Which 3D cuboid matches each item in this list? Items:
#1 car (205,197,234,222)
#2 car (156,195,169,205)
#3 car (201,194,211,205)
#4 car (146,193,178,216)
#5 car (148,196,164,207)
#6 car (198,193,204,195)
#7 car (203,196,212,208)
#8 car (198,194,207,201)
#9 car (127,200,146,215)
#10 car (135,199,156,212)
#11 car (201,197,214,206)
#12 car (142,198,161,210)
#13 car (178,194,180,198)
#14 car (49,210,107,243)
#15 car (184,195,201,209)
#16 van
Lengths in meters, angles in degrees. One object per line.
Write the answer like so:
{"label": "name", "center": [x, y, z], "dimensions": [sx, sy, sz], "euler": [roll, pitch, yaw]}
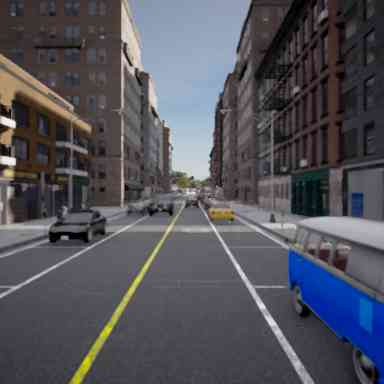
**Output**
{"label": "car", "center": [2.218, 1.465, 26.334], "dimensions": [1.801, 1.575, 5.366], "euler": [0, 0, 0]}
{"label": "car", "center": [-5.406, 1.454, 61.730], "dimensions": [1.967, 1.590, 4.097], "euler": [0, 0, 0]}
{"label": "car", "center": [2.624, 1.452, 44.686], "dimensions": [1.967, 1.590, 4.097], "euler": [0, 0, 0]}
{"label": "car", "center": [-2.857, 1.233, 32.580], "dimensions": [2.150, 2.045, 5.566], "euler": [0, 0, 0]}
{"label": "car", "center": [-5.402, 1.453, 50.365], "dimensions": [1.967, 1.590, 4.097], "euler": [0, 0, 0]}
{"label": "car", "center": [2.619, 1.330, 61.733], "dimensions": [2.192, 1.841, 5.009], "euler": [0, 0, 0]}
{"label": "car", "center": [2.626, 1.556, 39.004], "dimensions": [1.887, 1.381, 4.507], "euler": [0, 0, 0]}
{"label": "car", "center": [2.674, 1.332, 88.789], "dimensions": [2.192, 1.841, 5.009], "euler": [0, 0, 0]}
{"label": "car", "center": [-5.397, 1.560, 33.318], "dimensions": [2.008, 1.369, 4.403], "euler": [0, 0, 0]}
{"label": "car", "center": [-5.399, 1.555, 39.001], "dimensions": [1.887, 1.381, 4.507], "euler": [0, 0, 0]}
{"label": "car", "center": [2.621, 1.565, 56.051], "dimensions": [2.008, 1.369, 4.403], "euler": [0, 0, 0]}
{"label": "car", "center": [-5.401, 1.578, 44.683], "dimensions": [1.947, 1.339, 4.313], "euler": [0, 0, 0]}
{"label": "car", "center": [-5.446, 1.332, 94.289], "dimensions": [2.192, 1.841, 5.009], "euler": [0, 0, 0]}
{"label": "car", "center": [-5.392, 1.571, 16.271], "dimensions": [1.947, 1.339, 4.313], "euler": [0, 0, 0]}
{"label": "car", "center": [0.011, 1.516, 46.054], "dimensions": [1.837, 1.490, 4.892], "euler": [0, 0, 0]}
{"label": "van", "center": [2.636, 1.343, 4.910], "dimensions": [1.690, 1.788, 3.998], "euler": [0, 0, 0]}
